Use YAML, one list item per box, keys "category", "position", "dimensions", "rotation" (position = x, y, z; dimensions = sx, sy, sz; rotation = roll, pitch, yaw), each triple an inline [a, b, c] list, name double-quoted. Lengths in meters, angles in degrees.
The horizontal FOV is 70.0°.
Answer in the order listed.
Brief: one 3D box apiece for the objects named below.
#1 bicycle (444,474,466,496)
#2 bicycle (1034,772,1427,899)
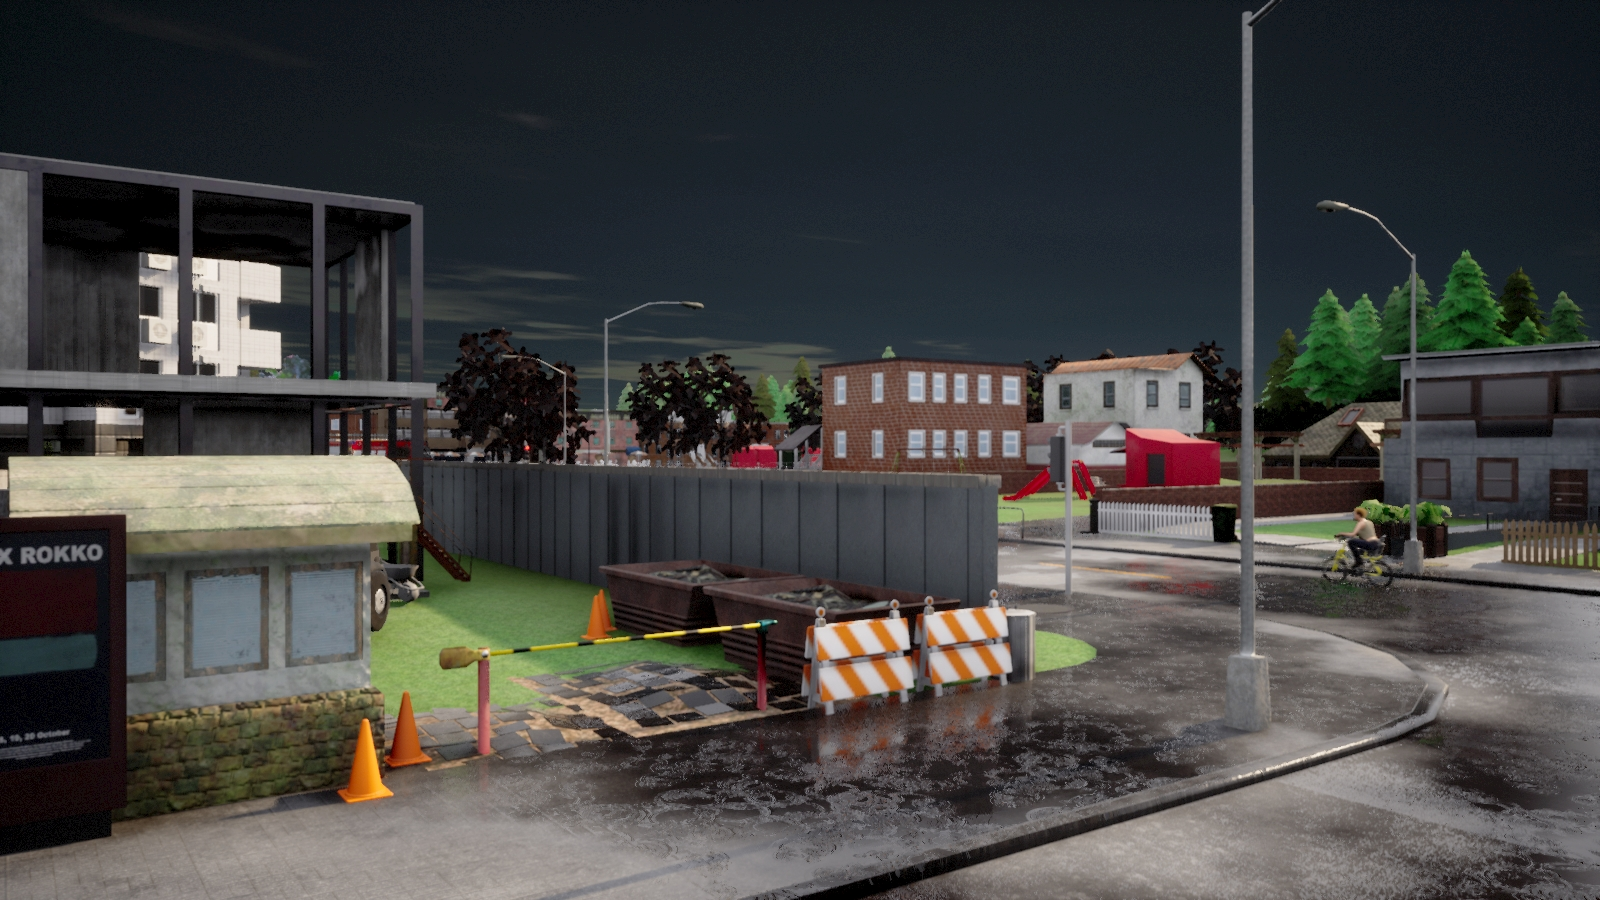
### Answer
- category: "bicycle"
  position: [-20.900, 2.120, 69.143]
  dimensions: [0.859, 1.276, 1.487]
  rotation: [-1, 0, -34]
- category: "bicycle"
  position: [1.577, 2.052, 4.004]
  dimensions: [1.835, 1.471, 0.329]
  rotation: [0, 0, -36]
